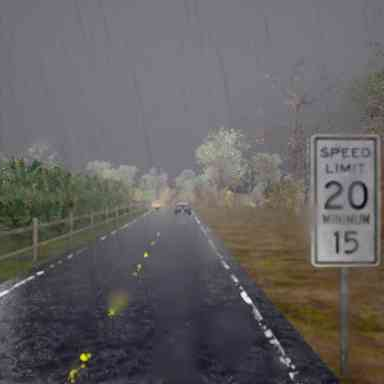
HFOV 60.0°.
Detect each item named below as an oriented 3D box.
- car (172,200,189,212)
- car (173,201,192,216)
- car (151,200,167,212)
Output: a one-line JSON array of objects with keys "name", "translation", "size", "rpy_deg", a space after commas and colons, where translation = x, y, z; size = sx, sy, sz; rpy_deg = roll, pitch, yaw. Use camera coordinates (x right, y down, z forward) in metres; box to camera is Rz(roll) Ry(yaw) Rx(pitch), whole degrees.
[{"name": "car", "translation": [-1.714, 1.977, 48.044], "size": [2.033, 1.411, 5.357], "rpy_deg": [0, 0, -6]}, {"name": "car", "translation": [-1.063, 1.856, 37.958], "size": [1.837, 1.490, 4.892], "rpy_deg": [0, 0, -2]}, {"name": "car", "translation": [-4.420, 1.886, 44.775], "size": [1.882, 1.535, 5.008], "rpy_deg": [0, 0, -4]}]
